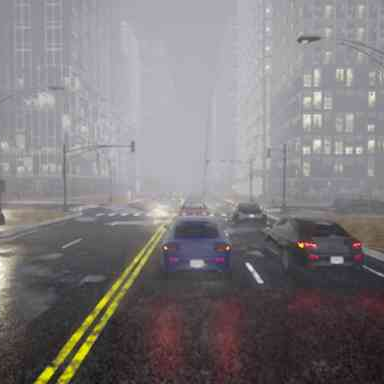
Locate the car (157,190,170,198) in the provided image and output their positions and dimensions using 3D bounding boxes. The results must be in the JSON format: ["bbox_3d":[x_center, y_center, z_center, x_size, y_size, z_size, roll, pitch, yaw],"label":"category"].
[{"bbox_3d":[-6.375,0.605,71.852,2.033,1.411,5.357,0,1,0],"label":"car"}]

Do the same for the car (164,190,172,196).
[{"bbox_3d":[-6.349,0.340,87.448,1.837,1.490,4.892,0,1,0],"label":"car"}]

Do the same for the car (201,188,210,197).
[{"bbox_3d":[3.395,0.125,83.480,2.150,2.045,5.566,0,1,0],"label":"car"}]

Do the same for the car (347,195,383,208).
[{"bbox_3d":[21.881,1.143,40.924,4.829,1.417,1.752,1,1,1],"label":"car"}]

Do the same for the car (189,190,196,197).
[{"bbox_3d":[0.146,0.490,83.906,1.895,1.301,4.718,0,1,0],"label":"car"}]

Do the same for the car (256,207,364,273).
[{"bbox_3d":[3.369,1.398,10.034,1.812,1.442,4.674,0,1,0],"label":"car"}]

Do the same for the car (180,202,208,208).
[{"bbox_3d":[0.139,1.319,22.120,1.895,1.301,4.718,0,1,0],"label":"car"}]

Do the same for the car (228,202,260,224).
[{"bbox_3d":[3.389,1.297,20.946,1.994,1.385,4.181,0,1,0],"label":"car"}]

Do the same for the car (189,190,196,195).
[{"bbox_3d":[0.163,0.121,93.875,1.812,1.442,4.674,0,1,0],"label":"car"}]

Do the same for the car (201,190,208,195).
[{"bbox_3d":[3.413,0.192,93.899,1.895,1.301,4.718,0,1,0],"label":"car"}]

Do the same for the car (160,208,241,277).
[{"bbox_3d":[0.117,1.403,9.689,1.812,1.442,4.674,0,0,0],"label":"car"}]

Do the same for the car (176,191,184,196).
[{"bbox_3d":[-3.099,0.436,87.413,1.895,1.301,4.718,0,1,0],"label":"car"}]

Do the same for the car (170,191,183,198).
[{"bbox_3d":[-3.125,0.543,71.845,1.882,1.535,5.008,0,1,0],"label":"car"}]

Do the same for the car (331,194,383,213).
[{"bbox_3d":[16.258,1.120,32.647,5.009,1.841,2.192,1,1,1],"label":"car"}]
